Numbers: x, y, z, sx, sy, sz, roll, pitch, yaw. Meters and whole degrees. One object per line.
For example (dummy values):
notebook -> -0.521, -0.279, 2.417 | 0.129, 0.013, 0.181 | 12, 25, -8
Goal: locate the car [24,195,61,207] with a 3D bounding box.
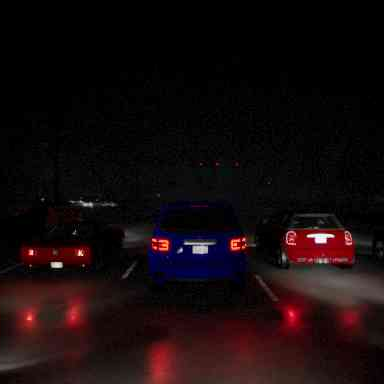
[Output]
car -> -17.951, 1.393, 39.655 | 2.033, 1.411, 5.357 | 0, 0, -1

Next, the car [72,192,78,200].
car -> -25.229, 0.858, 75.041 | 2.150, 2.045, 5.566 | 0, 0, -1

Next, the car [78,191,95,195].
car -> -21.681, 0.885, 70.586 | 2.150, 2.045, 5.566 | 0, 0, -1

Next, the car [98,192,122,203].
car -> -14.634, 0.949, 59.572 | 2.150, 2.045, 5.566 | 0, 0, 0

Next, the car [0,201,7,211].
car -> -21.401, 1.437, 34.993 | 1.994, 1.385, 4.181 | 0, 0, -1

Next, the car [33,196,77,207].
car -> -14.405, 1.420, 35.343 | 2.033, 1.411, 5.357 | 0, 0, -1

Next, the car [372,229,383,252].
car -> 7.027, 1.478, 9.334 | 2.128, 1.511, 4.902 | 0, 0, 0

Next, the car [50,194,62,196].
car -> -21.568, 1.124, 51.699 | 2.097, 1.767, 4.553 | 0, 0, 0

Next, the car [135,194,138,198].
car -> -14.876, 1.120, 84.027 | 2.033, 1.411, 5.357 | 0, 0, -1

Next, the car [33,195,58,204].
car -> -25.103, 1.286, 57.245 | 2.033, 1.411, 5.357 | 0, 0, 0

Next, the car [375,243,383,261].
car -> 3.596, 1.490, 2.091 | 2.128, 1.511, 4.902 | 0, 0, 0

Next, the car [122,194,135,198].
car -> -14.715, 1.181, 73.753 | 2.033, 1.411, 5.357 | 0, 0, -1

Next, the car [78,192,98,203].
car -> -18.128, 1.215, 59.931 | 2.128, 1.511, 4.902 | 0, 0, 0

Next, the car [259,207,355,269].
car -> 3.516, 1.335, 11.234 | 2.097, 1.767, 4.553 | 0, 0, 0

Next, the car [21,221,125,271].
car -> -3.479, 1.585, 10.776 | 1.895, 1.301, 4.718 | 0, 0, 0

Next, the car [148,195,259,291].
car -> 0.051, 1.208, 9.136 | 2.150, 2.045, 5.566 | 0, 0, -2
